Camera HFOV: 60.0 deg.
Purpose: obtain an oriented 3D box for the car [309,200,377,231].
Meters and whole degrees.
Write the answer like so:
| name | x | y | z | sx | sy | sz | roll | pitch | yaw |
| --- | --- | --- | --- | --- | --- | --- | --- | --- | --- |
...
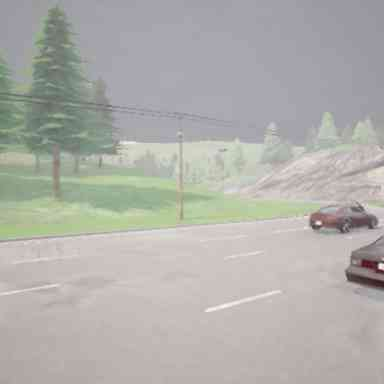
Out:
| name | x | y | z | sx | sy | sz | roll | pitch | yaw |
| --- | --- | --- | --- | --- | --- | --- | --- | --- | --- |
| car | 8.320 | 1.396 | 18.268 | 4.674 | 1.442 | 1.812 | -1 | 0 | -35 |

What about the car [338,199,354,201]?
| name | x | y | z | sx | sy | sz | roll | pitch | yaw |
| --- | --- | --- | --- | --- | --- | --- | --- | --- | --- |
| car | 13.448 | 1.318 | 28.751 | 1.812 | 1.442 | 4.674 | 1 | 1 | 37 |

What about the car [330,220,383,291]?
| name | x | y | z | sx | sy | sz | roll | pitch | yaw |
| --- | --- | --- | --- | --- | --- | --- | --- | --- | --- |
| car | 5.785 | 1.477 | 7.867 | 5.357 | 1.411 | 2.033 | -1 | 0 | -35 |
